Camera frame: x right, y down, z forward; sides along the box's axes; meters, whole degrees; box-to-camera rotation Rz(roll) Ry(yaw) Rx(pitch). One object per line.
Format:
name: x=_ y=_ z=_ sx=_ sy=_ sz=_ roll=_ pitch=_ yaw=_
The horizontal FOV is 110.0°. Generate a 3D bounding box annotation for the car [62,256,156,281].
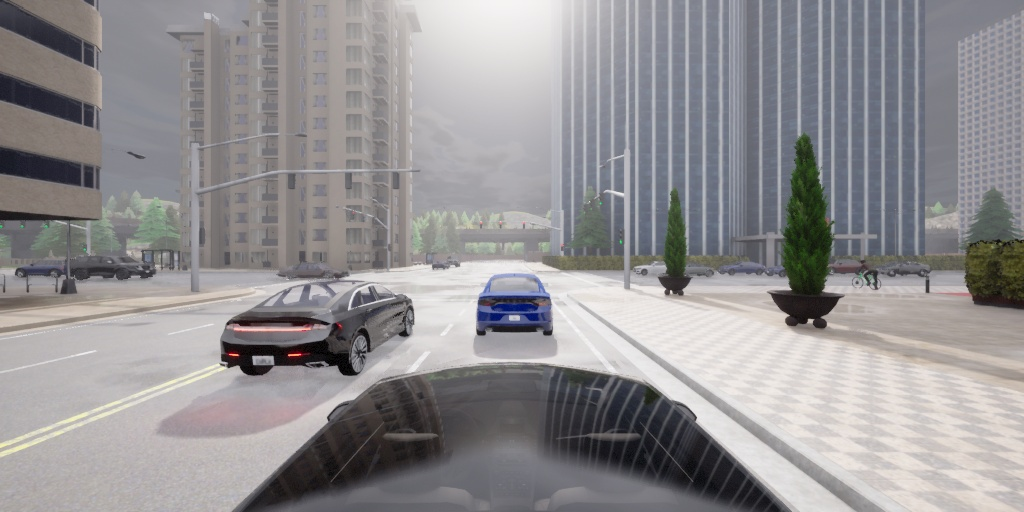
car: x=-33.413 y=0.974 z=30.118 sx=5.566 sy=2.045 sz=2.150 roll=0 pitch=0 yaw=-1

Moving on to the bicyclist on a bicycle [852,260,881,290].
bicyclist on a bicycle: x=19.632 y=1.051 z=19.886 sx=0.582 sy=1.620 sz=1.656 roll=0 pitch=0 yaw=-1

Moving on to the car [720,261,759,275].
car: x=24.274 y=1.276 z=37.917 sx=4.674 sy=1.442 sz=1.812 roll=0 pitch=0 yaw=0

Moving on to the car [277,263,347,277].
car: x=-16.720 y=1.298 z=30.284 sx=5.357 sy=1.411 sz=2.033 roll=0 pitch=0 yaw=-1

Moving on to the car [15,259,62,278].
car: x=-43.384 y=1.102 z=33.694 sx=4.553 sy=1.767 sz=2.097 roll=0 pitch=0 yaw=-1

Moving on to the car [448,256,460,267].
car: x=-10.588 y=0.971 z=64.249 sx=2.150 sy=2.045 sz=5.566 roll=0 pitch=0 yaw=0

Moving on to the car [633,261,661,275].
car: x=15.191 y=1.276 z=37.824 sx=4.674 sy=1.442 sz=1.812 roll=0 pitch=0 yaw=-1

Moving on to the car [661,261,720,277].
car: x=16.994 y=1.314 z=34.343 sx=4.181 sy=1.385 sz=1.994 roll=0 pitch=0 yaw=-1

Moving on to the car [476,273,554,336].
car: x=0.071 y=1.228 z=10.455 sx=1.882 sy=1.535 sz=5.008 roll=0 pitch=0 yaw=0

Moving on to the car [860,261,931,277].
car: x=37.234 y=1.242 z=34.538 sx=4.902 sy=1.511 sz=2.128 roll=0 pitch=0 yaw=0

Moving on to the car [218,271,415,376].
car: x=-3.446 y=1.242 z=7.416 sx=2.128 sy=1.511 sz=4.902 roll=0 pitch=0 yaw=0

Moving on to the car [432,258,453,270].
car: x=-10.621 y=1.351 z=53.575 sx=1.895 sy=1.301 sz=4.718 roll=0 pitch=0 yaw=0

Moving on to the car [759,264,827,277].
car: x=26.913 y=1.276 z=34.440 sx=4.674 sy=1.442 sz=1.812 roll=0 pitch=0 yaw=0

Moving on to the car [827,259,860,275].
car: x=34.359 y=1.102 z=38.014 sx=4.553 sy=1.767 sz=2.097 roll=0 pitch=0 yaw=0
